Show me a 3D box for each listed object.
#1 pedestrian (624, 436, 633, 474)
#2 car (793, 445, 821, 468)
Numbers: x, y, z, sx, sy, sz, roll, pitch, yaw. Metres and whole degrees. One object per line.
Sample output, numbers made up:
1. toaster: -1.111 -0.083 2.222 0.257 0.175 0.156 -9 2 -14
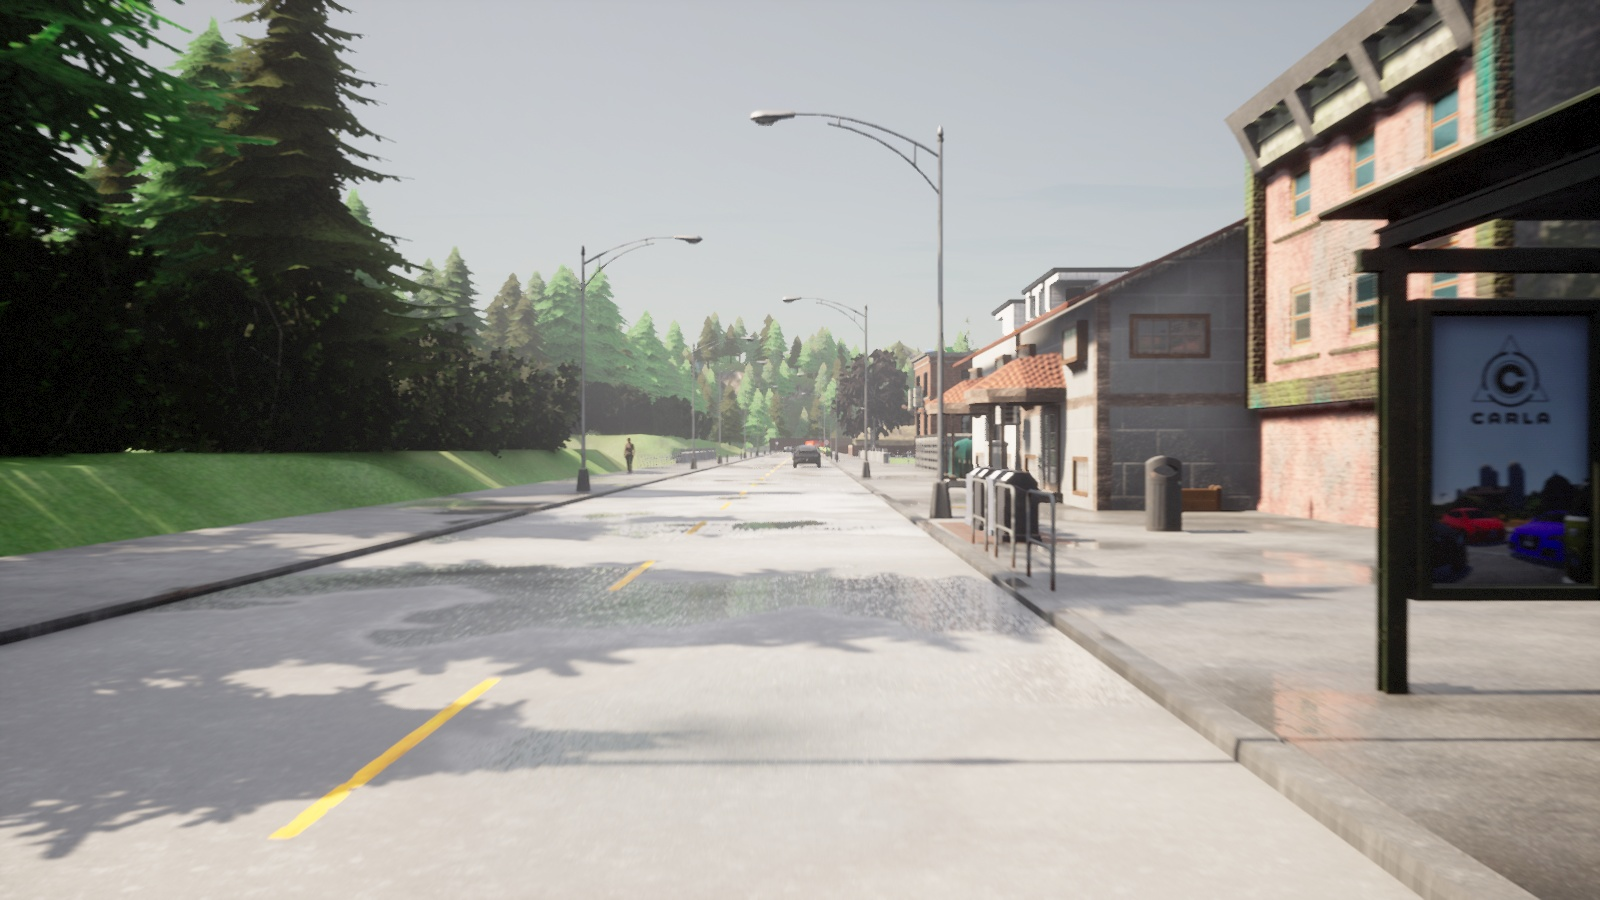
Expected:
1. pedestrian: -8.184 0.243 59.979 0.328 1.805 0.869 0 0 0
2. car: 0.477 0.457 85.379 1.837 1.490 4.892 0 -1 0
